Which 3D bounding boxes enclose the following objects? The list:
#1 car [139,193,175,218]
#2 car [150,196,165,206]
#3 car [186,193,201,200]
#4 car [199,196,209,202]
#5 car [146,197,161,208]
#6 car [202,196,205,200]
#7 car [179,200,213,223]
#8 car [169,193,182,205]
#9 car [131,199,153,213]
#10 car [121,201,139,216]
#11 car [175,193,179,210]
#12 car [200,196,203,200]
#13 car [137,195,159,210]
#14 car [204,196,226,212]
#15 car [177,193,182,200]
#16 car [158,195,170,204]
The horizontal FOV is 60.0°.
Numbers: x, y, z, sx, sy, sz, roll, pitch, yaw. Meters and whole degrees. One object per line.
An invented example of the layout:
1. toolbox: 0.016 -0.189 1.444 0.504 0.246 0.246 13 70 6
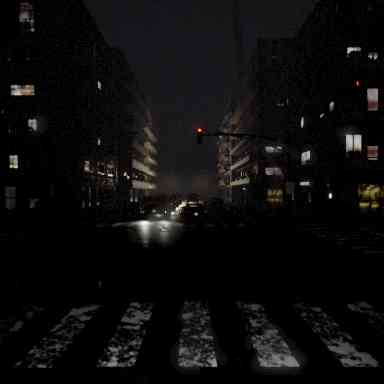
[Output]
1. car: -3.076 1.232 30.125 2.150 2.045 5.566 0 0 1
2. car: -5.614 1.466 54.884 1.967 1.590 4.097 0 0 0
3. car: 0.189 1.249 60.166 2.150 2.045 5.566 0 0 0
4. car: 2.797 1.597 77.603 2.008 1.369 4.403 0 0 0
5. car: -5.622 1.547 49.031 1.752 1.417 4.829 0 0 0
6. car: 2.750 1.458 43.509 1.967 1.590 4.097 0 0 0
7. car: 0.217 1.573 26.013 1.994 1.385 4.181 0 0 -3
8. car: -2.958 1.252 60.495 2.150 2.045 5.566 0 0 1
9. car: -5.638 1.540 37.666 1.752 1.417 4.829 0 0 0
10. car: -5.645 1.578 32.153 1.947 1.339 4.313 0 0 0
11. car: -3.041 1.368 40.037 2.097 1.767 4.553 0 0 0
12. car: 2.766 1.608 54.874 1.802 1.307 4.206 0 0 0
13. car: -5.630 1.333 43.518 2.192 1.841 5.009 0 0 0
14. car: 2.742 1.455 37.826 1.967 1.590 4.097 0 0 0
15. car: -3.019 1.374 49.936 2.097 1.767 4.553 0 0 0
16. car: -5.599 1.476 66.249 1.967 1.590 4.097 0 0 0
